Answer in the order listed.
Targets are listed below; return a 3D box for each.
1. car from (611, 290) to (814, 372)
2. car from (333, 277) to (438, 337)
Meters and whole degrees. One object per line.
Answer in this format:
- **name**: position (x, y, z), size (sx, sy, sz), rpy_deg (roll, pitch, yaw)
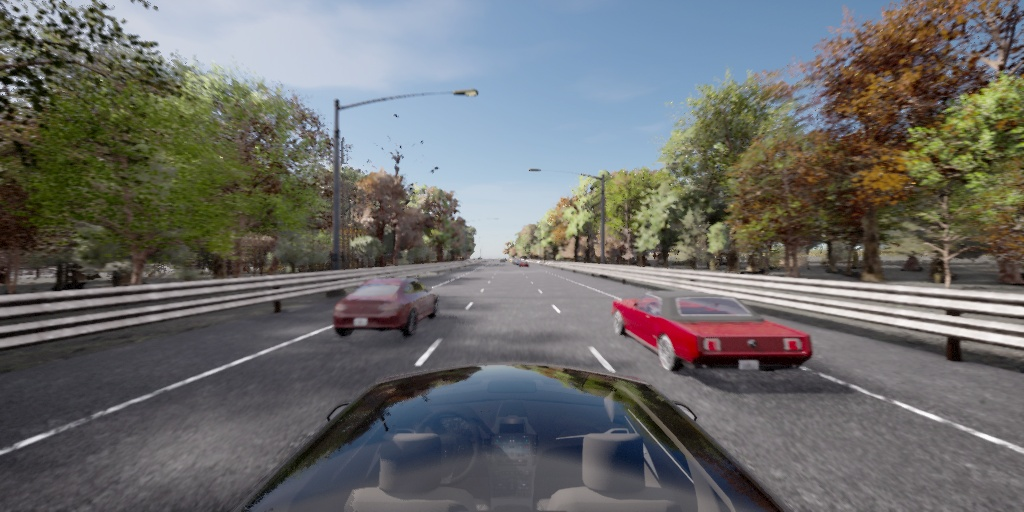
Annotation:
- **car**: position (3.596, 1.381, 7.659), size (1.895, 1.301, 4.718), rpy_deg (0, 0, 0)
- **car**: position (-3.412, 1.327, 10.376), size (1.812, 1.442, 4.674), rpy_deg (0, 0, 0)
